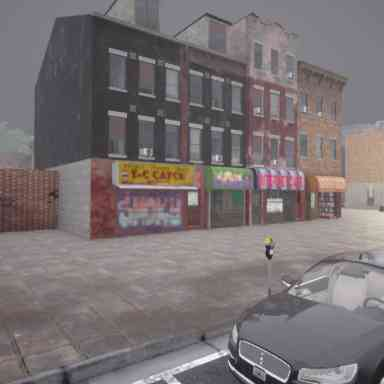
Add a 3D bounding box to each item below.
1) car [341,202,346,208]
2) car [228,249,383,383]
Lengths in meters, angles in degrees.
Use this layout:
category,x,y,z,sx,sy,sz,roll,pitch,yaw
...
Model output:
category,x,y,z,sx,sy,sz,roll,pitch,yaw
car,16.807,1.475,42.168,1.895,1.301,4.718,0,0,-36
car,2.444,1.553,4.541,4.403,1.369,2.008,0,0,-35
